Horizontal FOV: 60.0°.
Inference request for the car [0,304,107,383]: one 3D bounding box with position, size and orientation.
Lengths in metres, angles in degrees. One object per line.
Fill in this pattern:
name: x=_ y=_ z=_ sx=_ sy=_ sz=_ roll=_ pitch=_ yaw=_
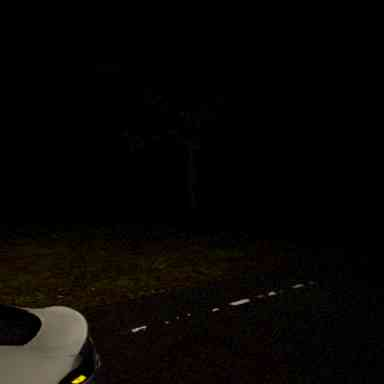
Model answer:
car: x=-2.870 y=1.531 z=1.944 sx=4.674 sy=1.442 sz=1.812 roll=0 pitch=0 yaw=-35
